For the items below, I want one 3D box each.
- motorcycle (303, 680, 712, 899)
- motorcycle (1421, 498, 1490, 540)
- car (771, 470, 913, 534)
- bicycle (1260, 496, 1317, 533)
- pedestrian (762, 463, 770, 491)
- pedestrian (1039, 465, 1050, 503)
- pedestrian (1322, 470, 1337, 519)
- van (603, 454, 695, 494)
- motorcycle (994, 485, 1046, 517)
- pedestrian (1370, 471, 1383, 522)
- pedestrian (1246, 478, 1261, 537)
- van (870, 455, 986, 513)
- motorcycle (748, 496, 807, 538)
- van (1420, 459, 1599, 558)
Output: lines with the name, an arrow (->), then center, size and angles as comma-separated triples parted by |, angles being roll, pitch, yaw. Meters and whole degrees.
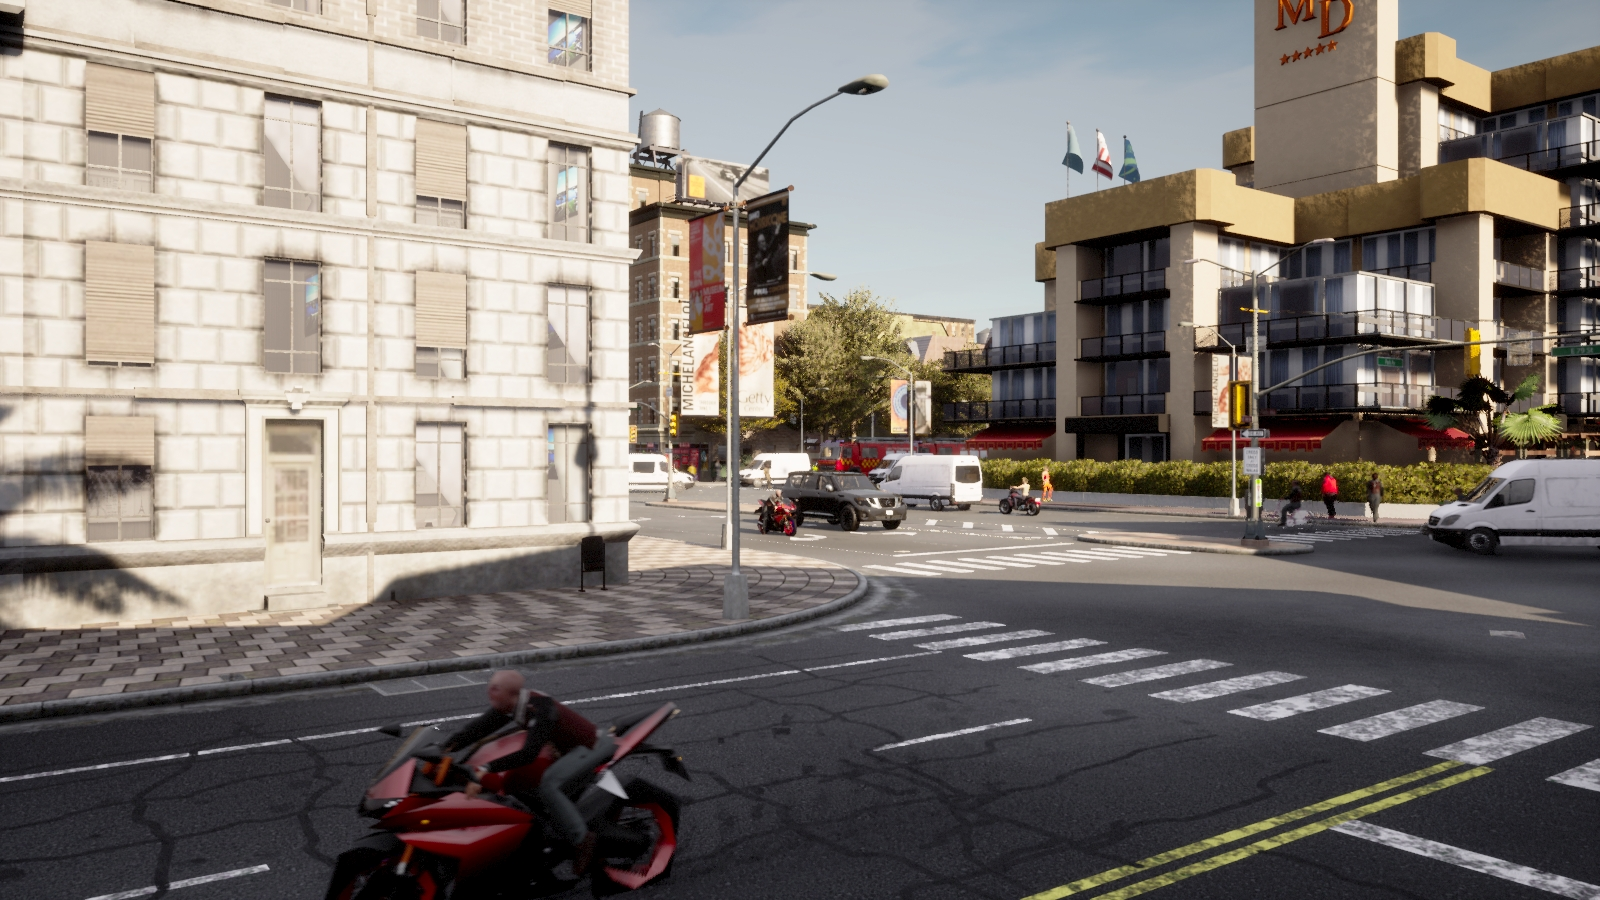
motorcycle -> -1.703, 2.205, 6.851 | 2.209, 1.251, 0.867 | 0, 0, -35
motorcycle -> 20.797, 2.182, 36.283 | 1.805, 1.236, 0.856 | 0, -1, 24
car -> 1.410, 1.779, 41.176 | 2.150, 2.045, 5.566 | 0, 0, -35
bicycle -> 16.854, 2.210, 39.467 | 0.329, 1.171, 1.835 | 1, -1, -43
pedestrian -> -2.331, 1.849, 77.618 | 0.375, 1.860, 0.375 | 0, 0, -43
pedestrian -> 12.308, 1.697, 57.429 | 0.375, 1.860, 0.375 | 0, 0, -39
pedestrian -> 20.233, 1.696, 43.659 | 0.375, 1.860, 0.375 | 0, 0, -19
van -> -9.908, 1.534, 74.929 | 5.915, 2.561, 1.988 | 0, 0, -8
motorcycle -> 9.406, 2.170, 48.968 | 0.764, 1.277, 2.356 | 0, 0, -34
pedestrian -> 21.009, 1.696, 41.660 | 0.375, 1.860, 0.375 | 0, 0, 36
pedestrian -> 14.551, 1.848, 36.665 | 0.375, 1.860, 0.375 | 0, 0, 31
van -> 5.947, 1.534, 54.072 | 1.988, 2.561, 5.915 | 0, 0, -36
motorcycle -> -0.756, 2.205, 37.717 | 0.867, 1.251, 2.209 | 0, 0, -36
van -> 20.334, 1.535, 30.929 | 5.915, 2.561, 1.988 | 0, 0, 15
